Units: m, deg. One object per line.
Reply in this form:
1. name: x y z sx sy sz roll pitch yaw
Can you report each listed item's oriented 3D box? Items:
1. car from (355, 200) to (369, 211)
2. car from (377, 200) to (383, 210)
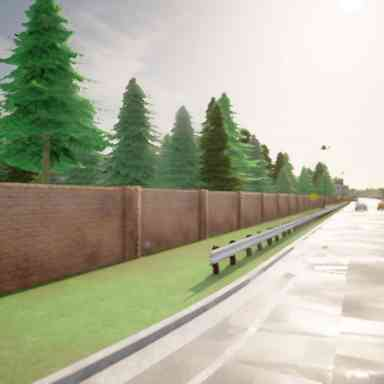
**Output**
1. car: 28.583 2.444 56.134 1.812 1.442 4.674 -1 -1 27
2. car: 33.646 2.425 58.434 1.882 1.535 5.008 -1 -1 27
